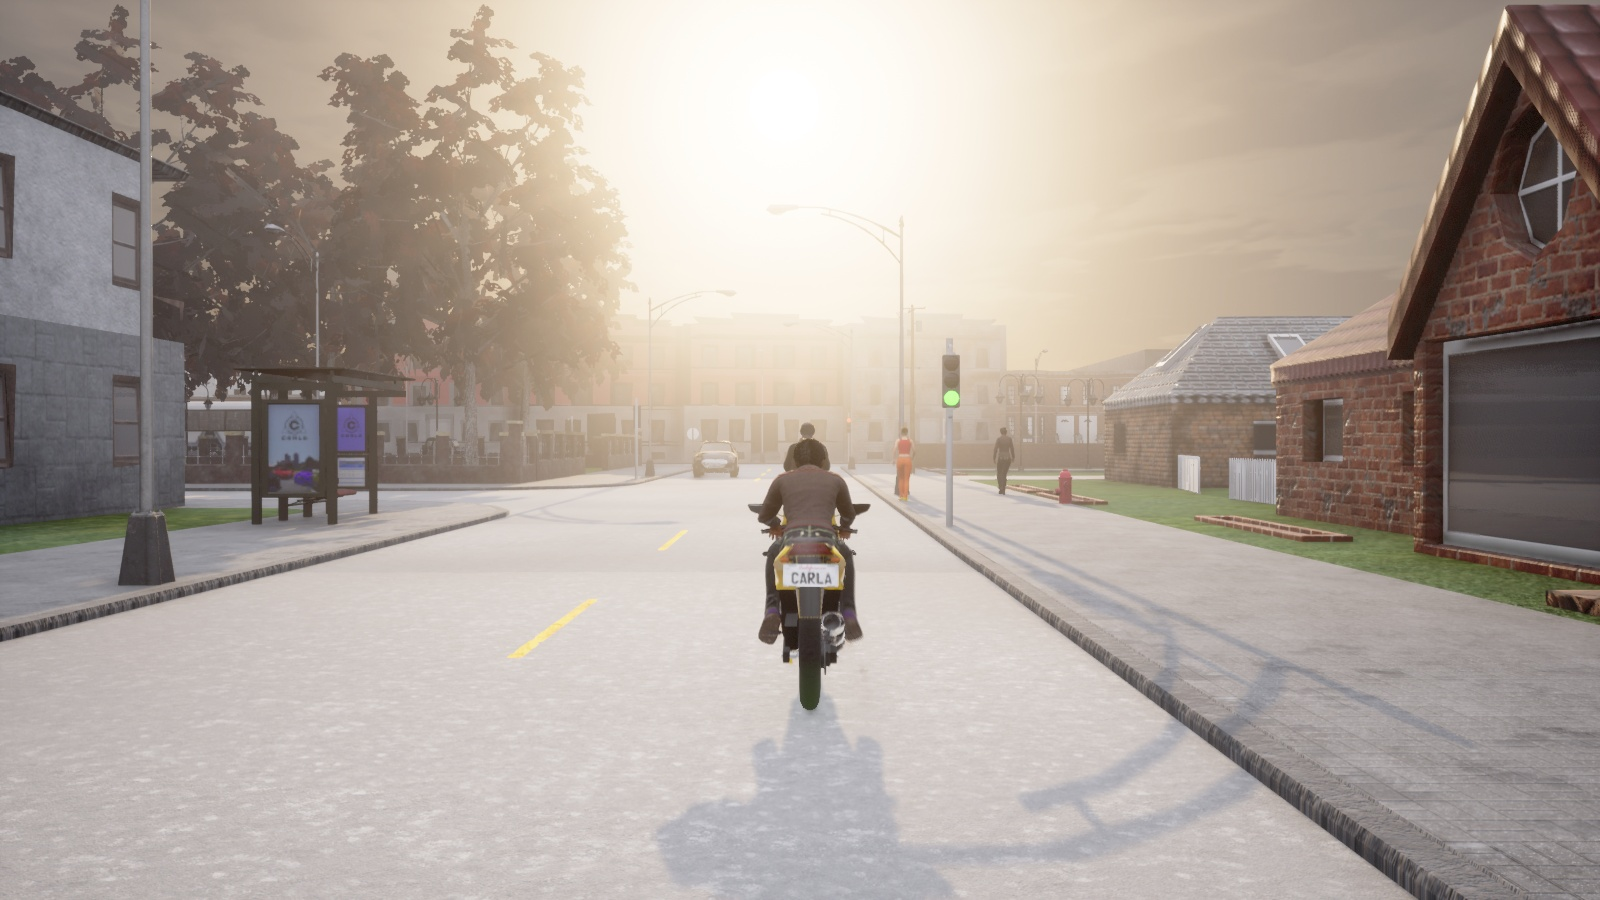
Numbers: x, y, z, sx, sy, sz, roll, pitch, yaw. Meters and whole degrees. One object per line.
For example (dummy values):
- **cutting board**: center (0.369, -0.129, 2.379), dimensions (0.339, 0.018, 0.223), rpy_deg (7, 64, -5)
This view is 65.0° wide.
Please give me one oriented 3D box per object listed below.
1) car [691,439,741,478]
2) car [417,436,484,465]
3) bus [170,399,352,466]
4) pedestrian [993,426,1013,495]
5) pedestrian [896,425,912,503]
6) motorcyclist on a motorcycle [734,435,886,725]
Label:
- **car**: center (-3.748, 0.354, 56.532), dimensions (2.033, 1.649, 4.856), rpy_deg (0, 0, -1)
- **car**: center (-22.915, 0.058, 82.453), dimensions (3.866, 1.878, 1.905), rpy_deg (0, 0, 1)
- **bus**: center (-35.270, -1.124, 82.490), dimensions (10.273, 4.253, 3.944), rpy_deg (0, 0, 1)
- **pedestrian**: center (5.372, 0.267, 33.272), dimensions (0.328, 1.805, 0.869), rpy_deg (0, 0, -4)
- **pedestrian**: center (2.489, 0.331, 30.004), dimensions (0.345, 1.836, 0.594), rpy_deg (0, 0, 8)
- **motorcyclist on a motorcycle**: center (0.056, 0.685, 7.629), dimensions (0.797, 1.523, 2.044), rpy_deg (0, 0, 0)
